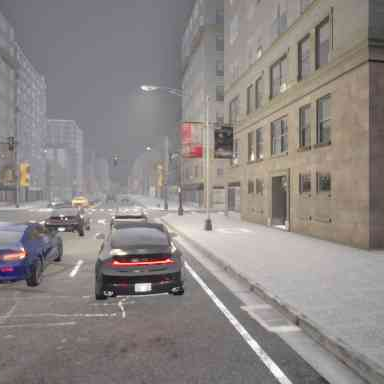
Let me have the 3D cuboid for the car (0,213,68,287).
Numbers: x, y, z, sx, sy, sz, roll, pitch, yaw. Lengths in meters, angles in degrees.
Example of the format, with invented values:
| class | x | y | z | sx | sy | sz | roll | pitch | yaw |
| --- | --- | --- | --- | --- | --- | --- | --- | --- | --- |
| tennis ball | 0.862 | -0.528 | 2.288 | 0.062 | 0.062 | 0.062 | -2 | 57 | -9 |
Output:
| class | x | y | z | sx | sy | sz | roll | pitch | yaw |
| --- | --- | --- | --- | --- | --- | --- | --- | --- | --- |
| car | -4.803 | 1.527 | 9.045 | 1.812 | 1.442 | 4.674 | 0 | 0 | -11 |

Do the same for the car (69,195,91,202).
| class | x | y | z | sx | sy | sz | roll | pitch | yaw |
| --- | --- | --- | --- | --- | --- | --- | --- | --- | --- |
| car | -16.421 | 1.497 | 48.954 | 1.882 | 1.535 | 5.008 | 0 | 0 | -11 |

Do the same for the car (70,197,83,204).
| class | x | y | z | sx | sy | sz | roll | pitch | yaw |
| --- | --- | --- | --- | --- | --- | --- | --- | --- | --- |
| car | -23.429 | 1.619 | 67.582 | 1.895 | 1.301 | 4.718 | 0 | 0 | -11 |

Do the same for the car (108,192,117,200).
| class | x | y | z | sx | sy | sz | roll | pitch | yaw |
| --- | --- | --- | --- | --- | --- | --- | --- | --- | --- |
| car | -20.940 | 1.118 | 87.978 | 2.150 | 2.045 | 5.566 | 0 | 0 | -11 |

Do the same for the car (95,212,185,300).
| class | x | y | z | sx | sy | sz | roll | pitch | yaw |
| --- | --- | --- | --- | --- | --- | --- | --- | --- | --- |
| car | -1.378 | 1.506 | 8.487 | 1.837 | 1.490 | 4.892 | 0 | 0 | -11 |

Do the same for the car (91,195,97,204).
| class | x | y | z | sx | sy | sz | roll | pitch | yaw |
| --- | --- | --- | --- | --- | --- | --- | --- | --- | --- |
| car | -18.234 | 1.375 | 58.038 | 2.097 | 1.767 | 4.553 | 0 | 0 | -12 |

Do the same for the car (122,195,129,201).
| class | x | y | z | sx | sy | sz | roll | pitch | yaw |
| --- | --- | --- | --- | --- | --- | --- | --- | --- | --- |
| car | -17.996 | 1.502 | 89.817 | 1.882 | 1.535 | 5.008 | 0 | 0 | -11 |

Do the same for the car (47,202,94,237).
| class | x | y | z | sx | sy | sz | roll | pitch | yaw |
| --- | --- | --- | --- | --- | --- | --- | --- | --- | --- |
| car | -6.625 | 1.510 | 18.010 | 1.837 | 1.490 | 4.892 | 0 | 0 | -12 |

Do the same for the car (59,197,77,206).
| class | x | y | z | sx | sy | sz | roll | pitch | yaw |
| --- | --- | --- | --- | --- | --- | --- | --- | --- | --- |
| car | -21.495 | 1.570 | 57.742 | 2.033 | 1.411 | 5.357 | 0 | 0 | -11 |

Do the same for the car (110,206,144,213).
| class | x | y | z | sx | sy | sz | roll | pitch | yaw |
| --- | --- | --- | --- | --- | --- | --- | --- | --- | --- |
| car | -3.330 | 1.496 | 17.606 | 2.128 | 1.511 | 4.902 | 0 | 0 | -11 |

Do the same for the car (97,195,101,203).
| class | x | y | z | sx | sy | sz | roll | pitch | yaw |
| --- | --- | --- | --- | --- | --- | --- | --- | --- | --- |
| car | -20.127 | 1.577 | 67.647 | 1.994 | 1.385 | 4.181 | 0 | 0 | -11 |

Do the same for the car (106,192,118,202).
| class | x | y | z | sx | sy | sz | roll | pitch | yaw |
| --- | --- | --- | --- | --- | --- | --- | --- | --- | --- |
| car | -18.866 | 1.245 | 77.766 | 2.150 | 2.045 | 5.566 | 0 | 0 | -11 |

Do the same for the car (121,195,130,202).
| class | x | y | z | sx | sy | sz | roll | pitch | yaw |
| --- | --- | --- | --- | --- | --- | --- | --- | --- | --- |
| car | -15.731 | 1.619 | 78.663 | 1.895 | 1.301 | 4.718 | 0 | 0 | -11 |

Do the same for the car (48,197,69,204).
| class | x | y | z | sx | sy | sz | roll | pitch | yaw |
| --- | --- | --- | --- | --- | --- | --- | --- | --- | --- |
| car | -19.631 | 1.511 | 48.175 | 2.128 | 1.511 | 4.902 | 0 | 0 | -15 |
